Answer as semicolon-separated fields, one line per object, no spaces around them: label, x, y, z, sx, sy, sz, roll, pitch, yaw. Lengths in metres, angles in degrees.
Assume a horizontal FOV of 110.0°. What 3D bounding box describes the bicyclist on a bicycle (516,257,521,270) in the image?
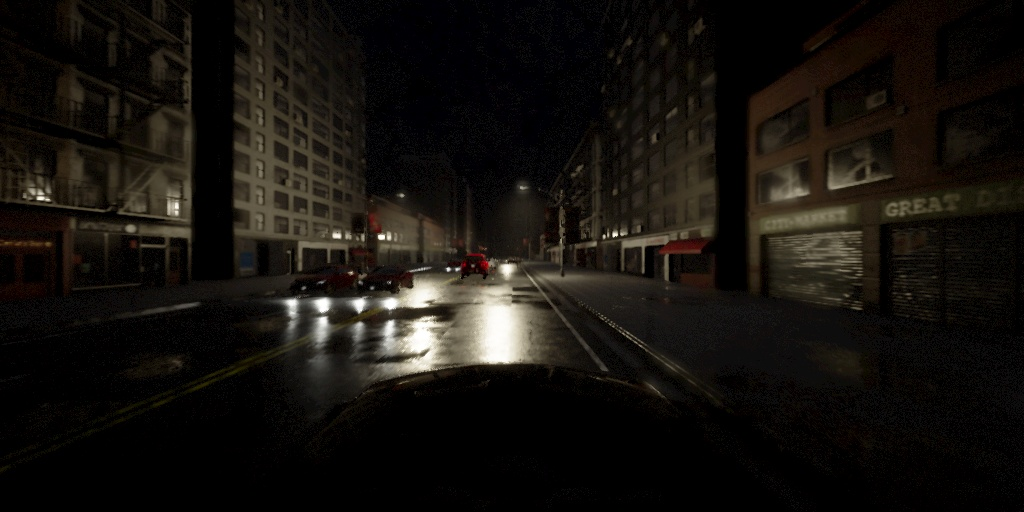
bicyclist on a bicycle;0.892;1.014;46.249;0.659;1.776;1.843;0;0;0

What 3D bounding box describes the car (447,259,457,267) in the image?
car;-9.779;1.207;61.038;1.895;1.301;4.718;0;0;1

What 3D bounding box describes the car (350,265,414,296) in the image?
car;-6.592;1.233;19.215;1.812;1.442;4.674;0;0;0

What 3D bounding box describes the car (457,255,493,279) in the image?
car;-3.151;0.898;31.704;2.150;2.045;5.566;0;0;0

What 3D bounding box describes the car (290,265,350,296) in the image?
car;-9.850;1.232;19.292;1.812;1.442;4.674;0;0;0

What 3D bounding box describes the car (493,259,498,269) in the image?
car;-3.151;1.154;52.112;1.812;1.442;4.674;0;0;0
